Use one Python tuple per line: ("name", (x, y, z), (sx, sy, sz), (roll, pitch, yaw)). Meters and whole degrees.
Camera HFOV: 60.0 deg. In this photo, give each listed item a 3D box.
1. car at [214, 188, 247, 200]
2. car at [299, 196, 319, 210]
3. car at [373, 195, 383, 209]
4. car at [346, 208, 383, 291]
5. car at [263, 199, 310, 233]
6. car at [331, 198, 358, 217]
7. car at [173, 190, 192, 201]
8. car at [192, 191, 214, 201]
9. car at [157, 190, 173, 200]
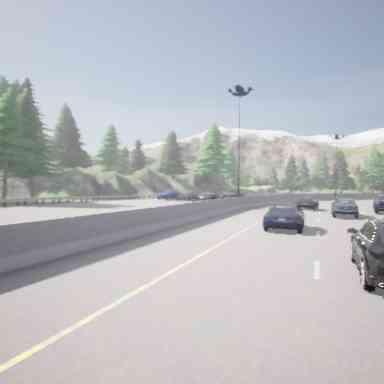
("car", (5.641, 0.496, 44.967), (2.150, 2.045, 5.566), (2, 1, 32))
("car", (11.905, 1.069, 34.223), (1.994, 1.385, 4.181), (1, 1, 27))
("car", (17.847, 1.023, 30.453), (2.097, 1.767, 4.553), (2, 1, 26))
("car", (5.111, 1.414, 8.278), (1.837, 1.490, 4.892), (1, 1, 21))
("car", (5.081, 1.282, 17.945), (1.994, 1.385, 4.181), (1, 1, 21))
("car", (12.186, 1.208, 26.533), (2.033, 1.411, 5.357), (1, 1, 22))
("car", (-0.434, 0.599, 48.450), (1.994, 1.385, 4.181), (2, 1, 32))
("car", (2.589, 0.609, 46.687), (2.128, 1.511, 4.902), (2, 1, 32))
("car", (-3.357, 0.431, 50.375), (1.882, 1.535, 5.008), (2, 1, 32))
